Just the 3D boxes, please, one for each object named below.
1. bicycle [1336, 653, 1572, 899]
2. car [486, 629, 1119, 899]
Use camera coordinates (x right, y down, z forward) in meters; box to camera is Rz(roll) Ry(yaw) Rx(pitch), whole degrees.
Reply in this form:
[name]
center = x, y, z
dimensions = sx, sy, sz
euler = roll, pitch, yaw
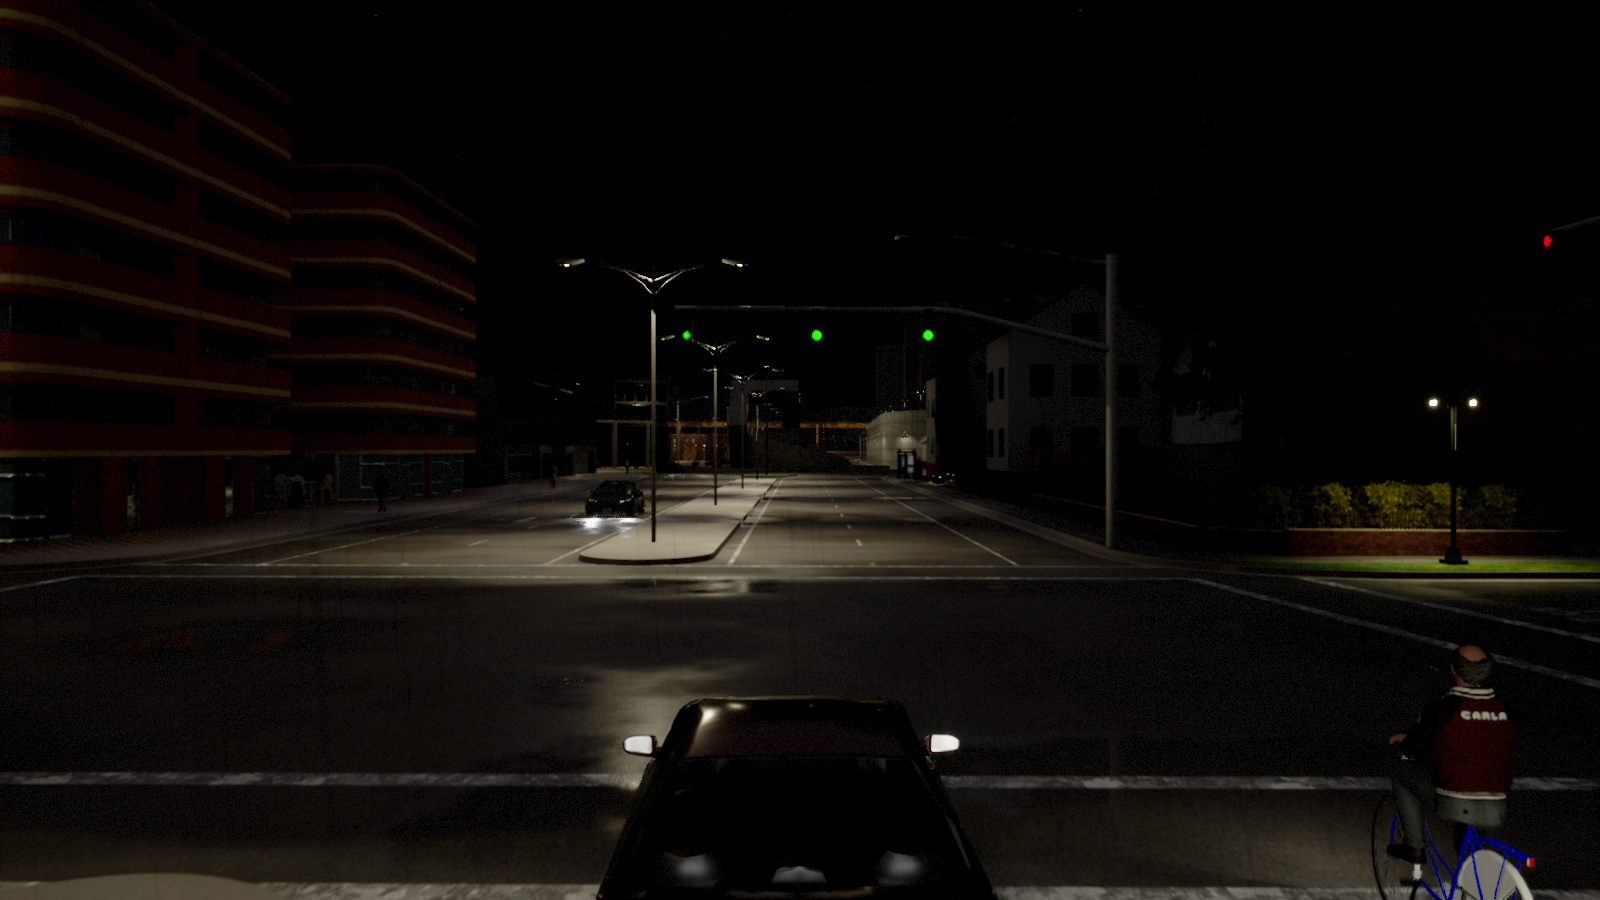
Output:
[bicycle]
center = 3.553, 2.049, 6.373
dimensions = 0.329, 1.496, 1.835
euler = 1, 0, 3
[car]
center = -0.029, 2.041, 5.875
dimensions = 2.007, 1.525, 4.514
euler = 0, 0, -1
